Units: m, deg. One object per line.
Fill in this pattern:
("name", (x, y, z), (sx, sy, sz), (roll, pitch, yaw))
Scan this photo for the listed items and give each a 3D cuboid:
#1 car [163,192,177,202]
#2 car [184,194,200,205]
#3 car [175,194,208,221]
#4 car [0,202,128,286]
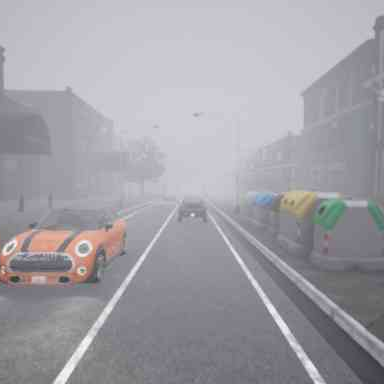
("car", (-3.246, 0.686, 50.137), (1.812, 1.442, 4.674), (1, 1, 0))
("car", (-0.043, 0.914, 41.986), (1.895, 1.301, 4.718), (1, 1, 0))
("car", (0.029, 1.111, 22.749), (1.837, 1.490, 4.892), (1, 1, 0))
("car", (-3.118, 1.158, 9.014), (2.097, 1.767, 4.553), (1, 1, 0))
